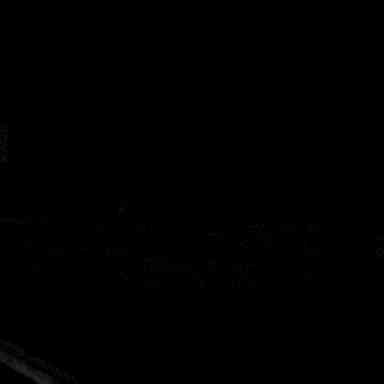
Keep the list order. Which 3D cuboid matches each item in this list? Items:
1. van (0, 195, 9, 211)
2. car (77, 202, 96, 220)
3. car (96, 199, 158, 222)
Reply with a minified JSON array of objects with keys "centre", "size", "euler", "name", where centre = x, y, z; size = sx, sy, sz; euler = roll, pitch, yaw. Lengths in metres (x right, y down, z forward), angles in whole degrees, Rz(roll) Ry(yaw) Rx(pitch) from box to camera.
[{"centre":[-24.414,1.385,39.617],"size":[1.878,1.987,4.442],"euler":[-1,-1,35],"name":"van"},{"centre":[-7.334,1.500,27.750],"size":[2.002,1.452,4.674],"euler":[0,0,35],"name":"car"},{"centre":[-4.712,1.331,25.967],"size":[2.185,1.767,4.553],"euler":[0,0,35],"name":"car"}]
